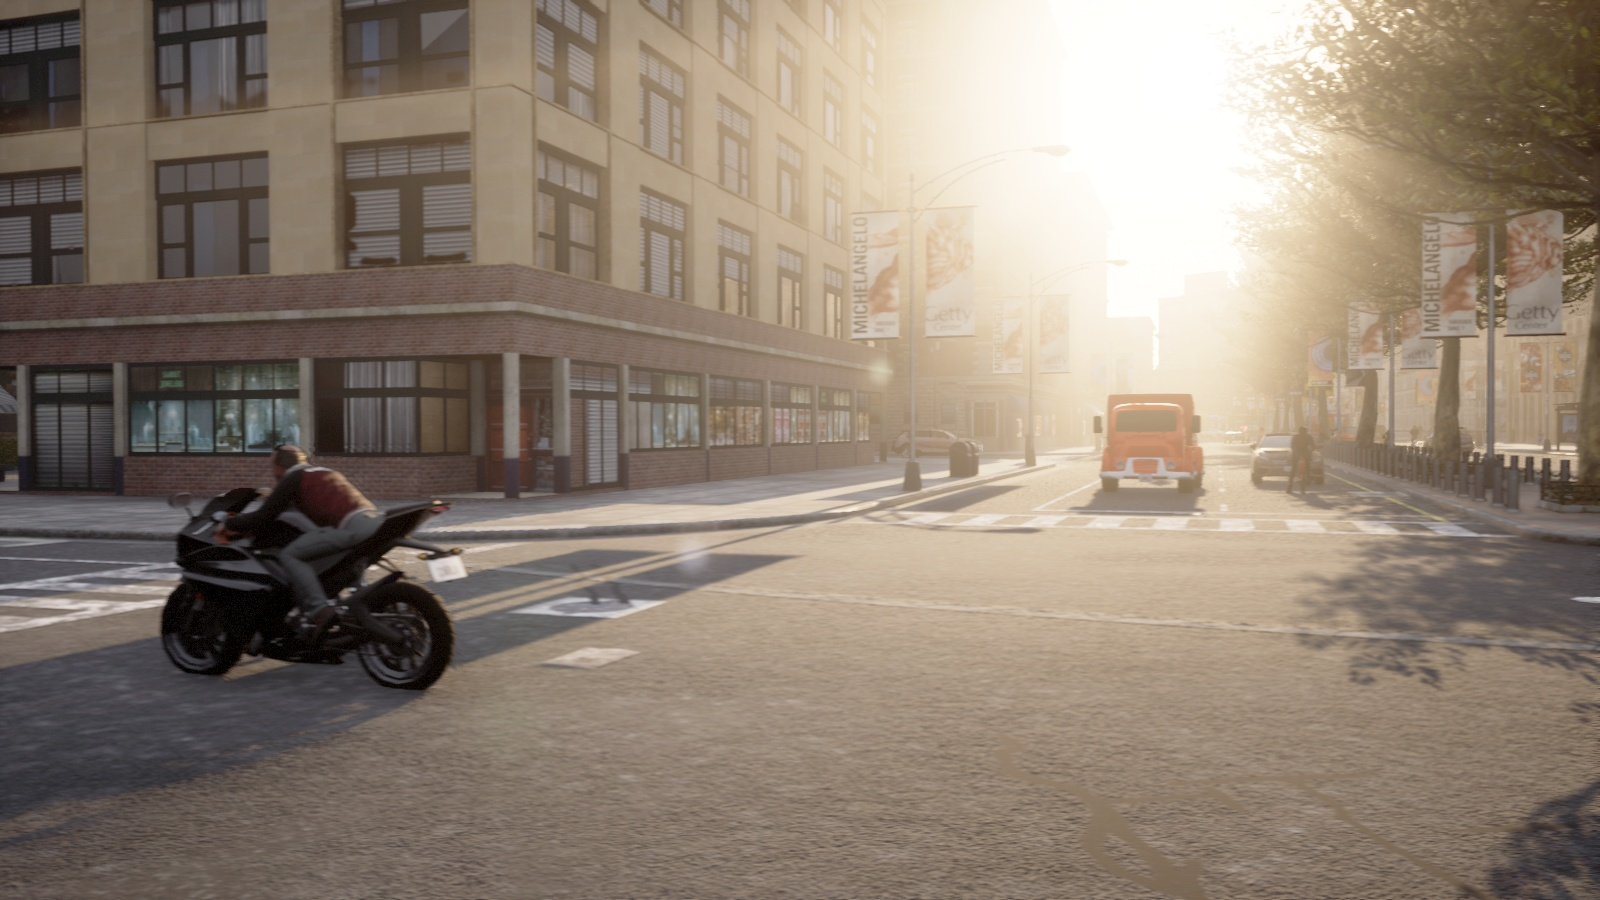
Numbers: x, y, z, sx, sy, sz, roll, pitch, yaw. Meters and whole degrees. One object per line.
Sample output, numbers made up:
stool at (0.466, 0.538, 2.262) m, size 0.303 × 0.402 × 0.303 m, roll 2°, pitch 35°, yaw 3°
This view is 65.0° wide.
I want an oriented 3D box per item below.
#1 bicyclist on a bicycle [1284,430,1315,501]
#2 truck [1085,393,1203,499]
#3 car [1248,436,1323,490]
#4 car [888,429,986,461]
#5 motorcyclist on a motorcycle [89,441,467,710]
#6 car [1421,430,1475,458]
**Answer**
bicyclist on a bicycle at (11.915, 0.344, 29.978) m, size 0.582 × 1.620 × 1.656 m, roll 1°, pitch 1°, yaw 18°
truck at (8.927, -0.143, 32.227) m, size 2.627 × 2.467 × 5.204 m, roll 1°, pitch 1°, yaw 18°
car at (14.017, 0.321, 36.467) m, size 1.812 × 1.442 × 4.674 m, roll 1°, pitch 1°, yaw 18°
car at (7.246, -0.279, 66.371) m, size 4.856 × 1.649 × 2.033 m, roll 1°, pitch 1°, yaw 18°
motorcyclist on a motorcycle at (-3.311, 0.721, 7.999) m, size 2.191 × 1.530 × 0.866 m, roll 1°, pitch 1°, yaw 19°
car at (39.436, -0.406, 76.528) m, size 2.242 × 1.667 × 4.611 m, roll 1°, pitch 1°, yaw 18°
